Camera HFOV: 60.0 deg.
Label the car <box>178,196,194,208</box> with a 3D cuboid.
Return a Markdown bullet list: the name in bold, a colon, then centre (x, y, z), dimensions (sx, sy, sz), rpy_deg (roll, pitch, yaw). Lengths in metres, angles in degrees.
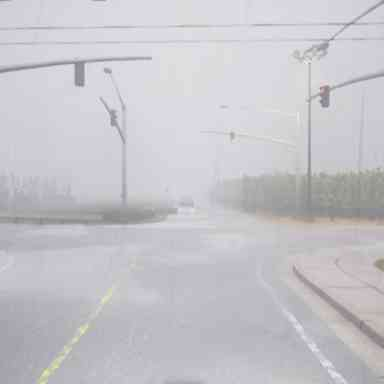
- **car**: centre (-0.778, 1.205, 42.365), dimensions (1.882, 1.535, 5.008), rpy_deg (0, 1, -3)
